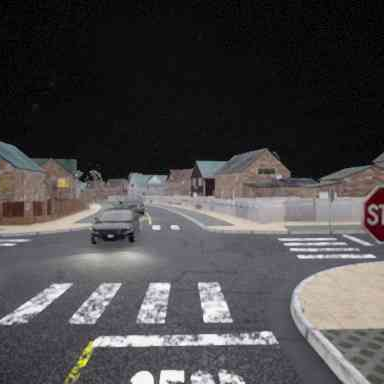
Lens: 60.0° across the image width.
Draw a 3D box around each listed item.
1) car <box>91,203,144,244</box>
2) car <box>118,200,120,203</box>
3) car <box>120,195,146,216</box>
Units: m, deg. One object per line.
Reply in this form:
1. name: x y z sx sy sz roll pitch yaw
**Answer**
1. car: -3.594 1.534 16.287 1.882 1.535 5.008 0 1 -5
2. car: -11.765 1.747 58.070 1.895 1.301 4.718 0 0 -18
3. car: -5.982 1.320 34.073 2.150 2.045 5.566 0 0 -10
